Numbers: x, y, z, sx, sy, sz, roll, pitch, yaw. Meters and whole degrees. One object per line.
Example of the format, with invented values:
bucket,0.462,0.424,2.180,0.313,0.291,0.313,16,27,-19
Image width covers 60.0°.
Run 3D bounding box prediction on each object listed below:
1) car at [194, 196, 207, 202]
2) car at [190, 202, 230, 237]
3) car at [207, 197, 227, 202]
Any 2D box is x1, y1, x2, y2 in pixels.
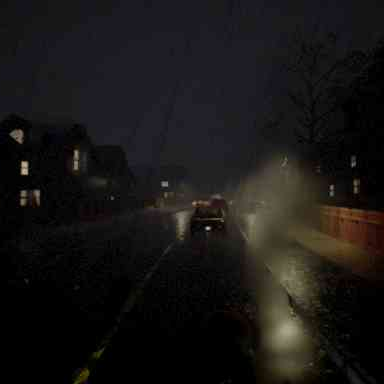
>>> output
car,1.383,1.369,43.496,2.097,1.767,4.553,0,0,11
car,0.949,1.510,18.196,2.128,1.511,4.902,0,0,4
car,3.032,1.487,35.752,1.882,1.535,5.008,0,0,9
